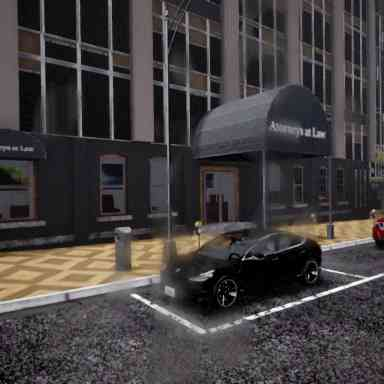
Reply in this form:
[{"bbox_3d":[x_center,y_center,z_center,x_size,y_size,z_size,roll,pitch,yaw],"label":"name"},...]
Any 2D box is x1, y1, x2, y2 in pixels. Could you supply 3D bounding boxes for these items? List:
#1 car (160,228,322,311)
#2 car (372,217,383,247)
[{"bbox_3d":[1.309,1.564,7.792,4.313,1.339,1.947,0,-1,-37],"label":"car"},{"bbox_3d":[9.590,1.310,13.987,5.009,1.841,2.192,0,-1,-37],"label":"car"}]
